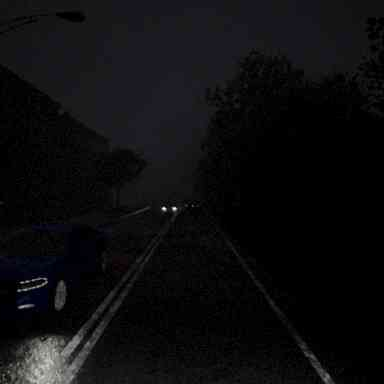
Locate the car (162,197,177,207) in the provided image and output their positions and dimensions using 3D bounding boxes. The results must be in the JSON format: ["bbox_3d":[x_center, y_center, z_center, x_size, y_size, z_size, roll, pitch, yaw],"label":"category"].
[{"bbox_3d":[-3.331,1.531,50.234,1.837,1.490,4.892,0,-1,0],"label":"car"}]

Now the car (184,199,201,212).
[{"bbox_3d":[0.090,1.551,38.282,2.033,1.411,5.357,0,0,0],"label":"car"}]

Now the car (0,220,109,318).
[{"bbox_3d":[-3.353,1.480,7.761,1.882,1.535,5.008,0,0,0],"label":"car"}]
